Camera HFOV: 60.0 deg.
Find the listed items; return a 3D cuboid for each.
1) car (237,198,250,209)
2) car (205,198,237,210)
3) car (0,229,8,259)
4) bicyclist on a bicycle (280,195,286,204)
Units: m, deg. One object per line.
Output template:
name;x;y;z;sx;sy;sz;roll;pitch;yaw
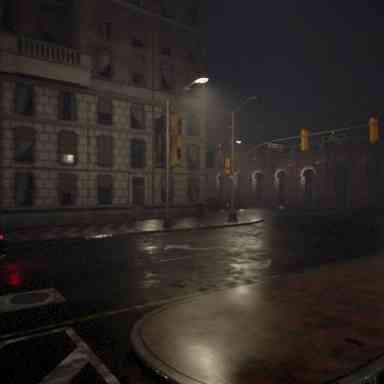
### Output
car;5.740;1.526;45.232;1.812;1.442;4.674;0;0;-36
car;2.996;1.492;43.051;2.128;1.511;4.902;0;0;-36
car;-7.495;1.491;8.470;4.902;1.511;2.128;0;0;-36
bicyclist on a bicycle;15.477;1.300;56.462;1.656;1.620;0.582;0;0;-36
